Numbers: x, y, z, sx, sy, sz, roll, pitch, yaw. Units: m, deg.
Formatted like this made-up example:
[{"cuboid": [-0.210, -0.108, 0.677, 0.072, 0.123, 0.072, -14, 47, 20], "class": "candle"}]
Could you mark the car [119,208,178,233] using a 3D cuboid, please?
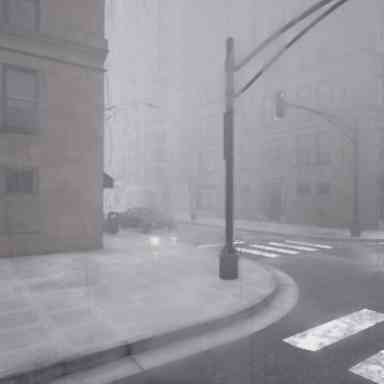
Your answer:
[{"cuboid": [-3.000, 1.695, 20.992, 2.033, 1.411, 5.357, 1, -1, -35], "class": "car"}]
